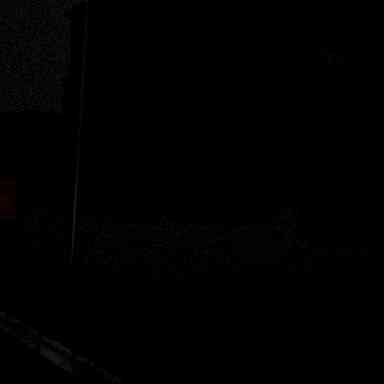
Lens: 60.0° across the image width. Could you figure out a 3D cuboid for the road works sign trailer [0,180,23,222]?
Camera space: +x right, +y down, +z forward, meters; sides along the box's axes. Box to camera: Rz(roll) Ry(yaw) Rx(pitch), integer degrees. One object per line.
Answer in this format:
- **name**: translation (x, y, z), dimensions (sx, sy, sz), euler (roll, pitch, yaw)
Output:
- **road works sign trailer**: translation (-10.934, 0.515, 17.097), dimensions (2.880, 2.380, 3.560), euler (3, 3, -7)
